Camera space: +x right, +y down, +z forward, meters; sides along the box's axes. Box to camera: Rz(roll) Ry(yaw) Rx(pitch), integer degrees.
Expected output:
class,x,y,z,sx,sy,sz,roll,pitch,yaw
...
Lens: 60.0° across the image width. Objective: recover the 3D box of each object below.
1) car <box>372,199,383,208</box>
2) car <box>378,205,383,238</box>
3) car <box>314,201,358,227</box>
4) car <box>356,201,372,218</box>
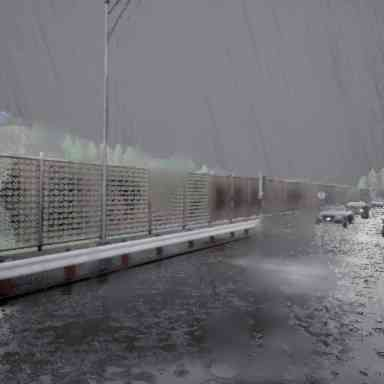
class,x,y,z,sx,sy,sz,roll,pitch,yaw
car,27.183,1.705,48.695,2.033,1.411,5.357,1,0,35
car,11.172,1.583,17.508,1.837,1.490,4.892,1,1,34
car,9.977,1.580,23.241,1.994,1.385,4.181,1,0,34
car,15.520,1.587,31.473,1.812,1.442,4.674,1,0,34
